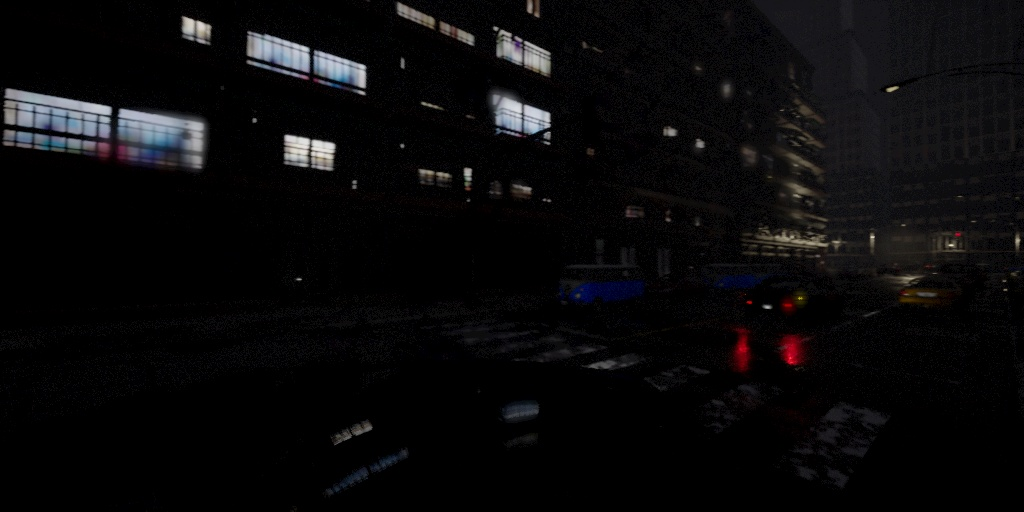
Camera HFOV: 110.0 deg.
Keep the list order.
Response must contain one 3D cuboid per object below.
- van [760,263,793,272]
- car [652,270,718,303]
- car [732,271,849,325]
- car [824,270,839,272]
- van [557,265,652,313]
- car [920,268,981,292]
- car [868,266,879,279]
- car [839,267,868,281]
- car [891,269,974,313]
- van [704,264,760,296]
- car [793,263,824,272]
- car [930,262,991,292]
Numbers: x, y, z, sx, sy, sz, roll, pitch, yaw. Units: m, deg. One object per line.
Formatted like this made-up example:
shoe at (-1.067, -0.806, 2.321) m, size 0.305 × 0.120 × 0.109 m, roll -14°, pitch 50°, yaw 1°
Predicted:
van at (17.296, 1.428, 24.489) m, size 3.998 × 1.789 × 1.690 m, roll 0°, pitch 0°, yaw -36°
car at (8.191, 1.542, 17.832) m, size 4.207 × 1.307 × 1.802 m, roll 0°, pitch 0°, yaw -36°
car at (9.693, 1.397, 12.358) m, size 4.674 × 1.442 × 1.812 m, roll 1°, pitch -1°, yaw -36°
car at (26.403, 1.799, 31.147) m, size 4.207 × 1.307 × 1.802 m, roll 0°, pitch 0°, yaw -36°
van at (3.637, 1.237, 14.503) m, size 3.998 × 1.789 × 1.690 m, roll 0°, pitch 0°, yaw -36°
car at (21.948, 1.534, 18.130) m, size 4.507 × 1.381 × 1.888 m, roll 0°, pitch 0°, yaw -36°
car at (39.924, 1.939, 41.033) m, size 4.829 × 1.417 × 1.751 m, roll 0°, pitch 0°, yaw -36°
car at (35.508, 1.930, 37.804) m, size 4.207 × 1.307 × 1.802 m, roll 0°, pitch 0°, yaw -36°
car at (17.533, 1.451, 14.901) m, size 4.829 × 1.417 × 1.751 m, roll 0°, pitch 0°, yaw -36°
van at (12.743, 1.364, 21.161) m, size 3.998 × 1.789 × 1.690 m, roll 0°, pitch 0°, yaw -36°
car at (21.849, 1.467, 27.818) m, size 5.009 × 1.841 × 2.192 m, roll 0°, pitch 0°, yaw -36°
car at (31.054, 1.434, 24.787) m, size 5.009 × 1.841 × 2.192 m, roll 0°, pitch 0°, yaw -36°
